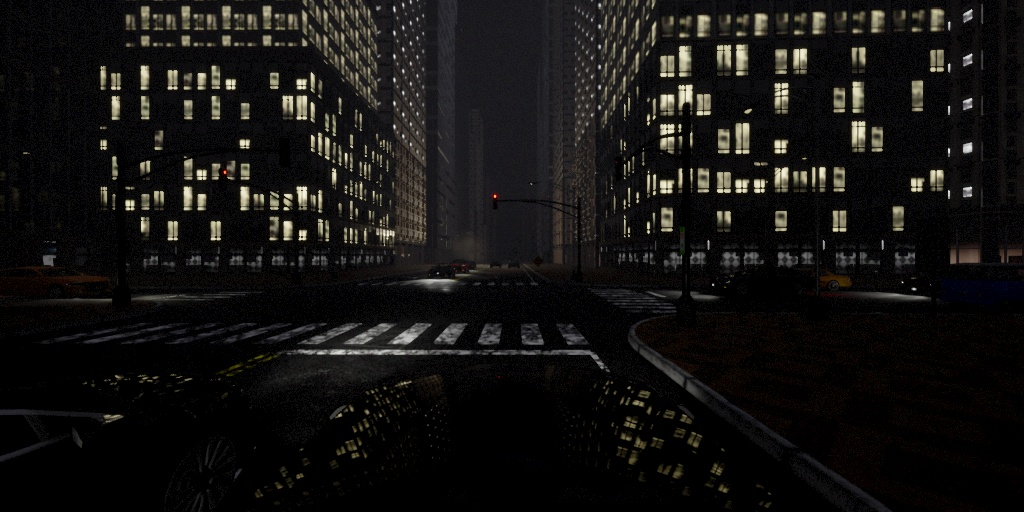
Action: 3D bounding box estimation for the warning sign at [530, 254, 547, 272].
[{"bbox_3d":[3.011,0.913,41.340,1.300,1.860,1.060,0,0,0],"label":"warning sign"}]

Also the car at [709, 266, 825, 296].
[{"bbox_3d":[13.055,1.274,18.861,4.892,1.490,1.837,0,0,2],"label":"car"}]

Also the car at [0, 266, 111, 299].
[{"bbox_3d":[-22.322,1.237,17.166,5.008,1.535,1.882,0,0,0],"label":"car"}]

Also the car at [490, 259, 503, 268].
[{"bbox_3d":[-2.896,1.369,63.777,1.837,1.490,4.892,0,0,0],"label":"car"}]

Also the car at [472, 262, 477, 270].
[{"bbox_3d":[-6.383,1.378,53.839,2.033,1.411,5.357,0,0,0],"label":"car"}]

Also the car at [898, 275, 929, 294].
[{"bbox_3d":[23.455,1.324,18.442,5.357,1.411,2.033,0,0,2],"label":"car"}]

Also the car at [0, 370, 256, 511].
[{"bbox_3d":[-3.154,1.241,1.148,2.128,1.511,4.902,0,0,0],"label":"car"}]

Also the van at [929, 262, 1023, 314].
[{"bbox_3d":[18.403,1.120,13.118,3.998,1.789,1.690,0,0,2],"label":"van"}]

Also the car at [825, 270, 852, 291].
[{"bbox_3d":[17.166,1.295,21.295,4.829,1.417,1.751,0,0,2],"label":"car"}]

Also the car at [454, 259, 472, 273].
[{"bbox_3d":[-6.430,1.154,43.342,2.097,1.767,4.553,0,0,0],"label":"car"}]

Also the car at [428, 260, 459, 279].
[{"bbox_3d":[-6.471,1.345,33.345,1.994,1.385,4.181,0,0,0],"label":"car"}]

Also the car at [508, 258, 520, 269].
[{"bbox_3d":[0.342,1.346,61.308,2.128,1.511,4.902,0,0,0],"label":"car"}]
